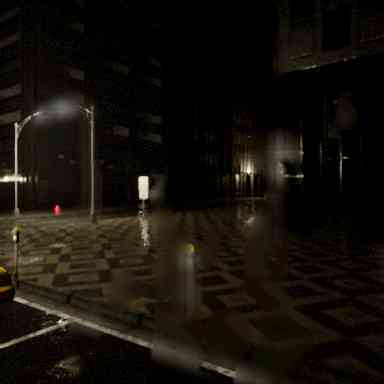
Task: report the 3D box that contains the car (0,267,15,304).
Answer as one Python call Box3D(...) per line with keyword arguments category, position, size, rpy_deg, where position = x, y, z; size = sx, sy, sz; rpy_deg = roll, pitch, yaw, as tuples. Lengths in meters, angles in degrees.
Box3D(category="car", position=(-5.517, 1.574, 6.833), size=(4.829, 1.417, 1.752), rpy_deg=(0, 0, 35))
